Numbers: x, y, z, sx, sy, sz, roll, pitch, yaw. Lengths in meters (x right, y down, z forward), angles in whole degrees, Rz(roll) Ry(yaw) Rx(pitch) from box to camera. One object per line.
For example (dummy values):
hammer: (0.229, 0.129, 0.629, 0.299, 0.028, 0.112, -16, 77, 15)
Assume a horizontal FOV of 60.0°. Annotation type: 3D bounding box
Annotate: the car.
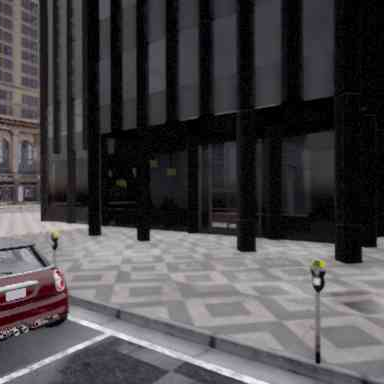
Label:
car: (-4.074, 1.499, 5.858, 4.097, 1.590, 1.967, -1, 0, 35)
